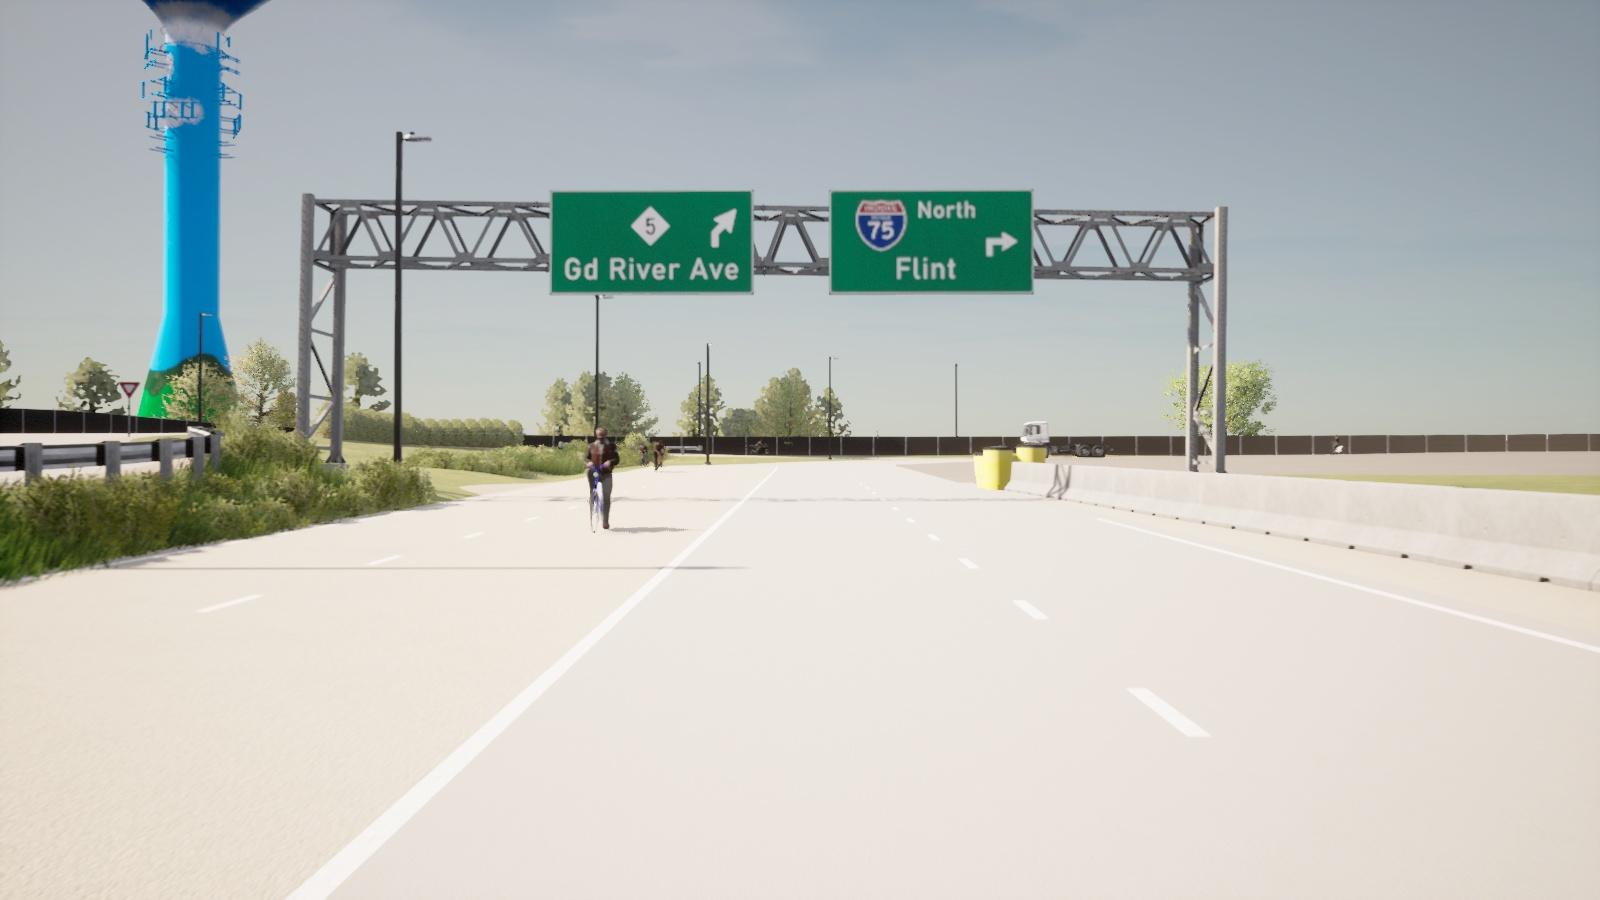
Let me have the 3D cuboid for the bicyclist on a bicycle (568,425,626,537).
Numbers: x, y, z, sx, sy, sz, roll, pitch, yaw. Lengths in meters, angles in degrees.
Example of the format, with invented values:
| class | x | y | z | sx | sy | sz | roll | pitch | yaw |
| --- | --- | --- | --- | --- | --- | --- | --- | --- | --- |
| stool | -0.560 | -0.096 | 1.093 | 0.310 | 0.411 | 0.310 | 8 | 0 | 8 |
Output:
| class | x | y | z | sx | sy | sz | roll | pitch | yaw |
| --- | --- | --- | --- | --- | --- | --- | --- | --- | --- |
| bicyclist on a bicycle | -3.363 | 0.489 | 20.930 | 0.659 | 1.776 | 1.843 | 0 | 0 | 0 |
